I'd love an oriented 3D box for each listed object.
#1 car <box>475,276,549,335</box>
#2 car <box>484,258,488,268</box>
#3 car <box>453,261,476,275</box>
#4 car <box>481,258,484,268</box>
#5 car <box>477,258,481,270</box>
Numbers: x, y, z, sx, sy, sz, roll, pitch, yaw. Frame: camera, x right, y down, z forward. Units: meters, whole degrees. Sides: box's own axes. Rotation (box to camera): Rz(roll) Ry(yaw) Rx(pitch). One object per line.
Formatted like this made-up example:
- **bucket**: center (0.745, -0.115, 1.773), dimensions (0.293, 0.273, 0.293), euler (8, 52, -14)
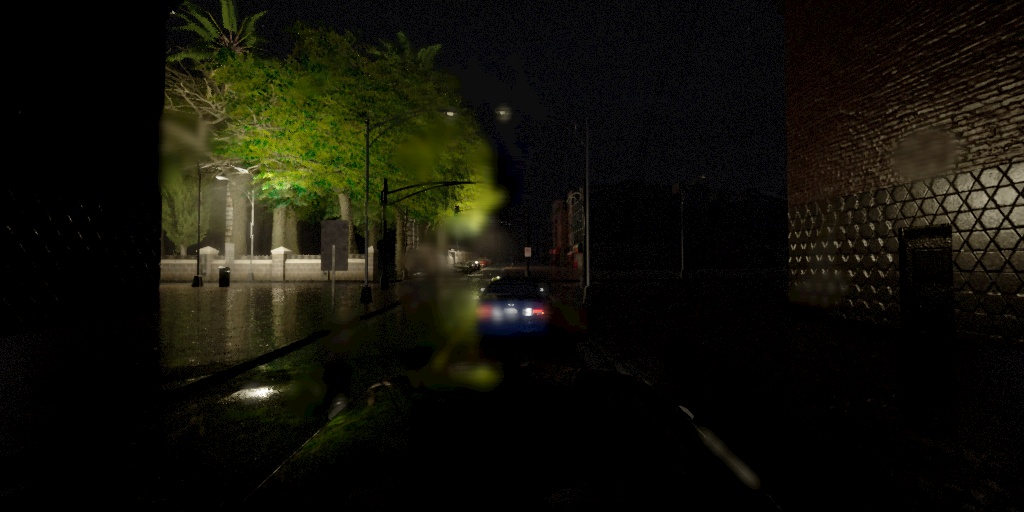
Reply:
- **car**: center (0.025, 1.301, 10.521), dimensions (2.033, 1.411, 5.357), euler (0, 0, 1)
- **car**: center (-5.644, 1.416, 63.329), dimensions (1.802, 1.307, 4.207), euler (0, 0, 0)
- **car**: center (-5.500, 1.333, 39.845), dimensions (2.007, 1.370, 4.403), euler (0, 0, 0)
- **car**: center (-5.565, 1.371, 52.430), dimensions (1.948, 1.339, 4.313), euler (0, 0, 0)
- **car**: center (-5.525, 1.344, 46.980), dimensions (2.007, 1.370, 4.403), euler (0, 0, 0)
